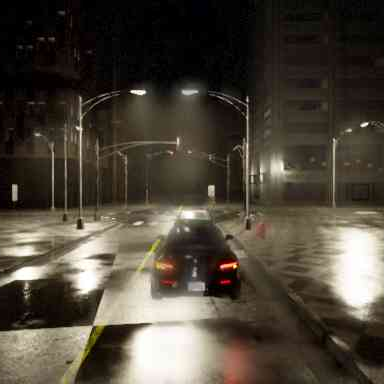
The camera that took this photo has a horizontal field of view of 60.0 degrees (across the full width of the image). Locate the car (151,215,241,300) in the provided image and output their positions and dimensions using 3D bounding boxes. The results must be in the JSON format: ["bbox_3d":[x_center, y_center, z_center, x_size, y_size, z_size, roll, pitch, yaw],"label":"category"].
[{"bbox_3d":[0.084,1.519,8.236,1.812,1.442,4.674,0,0,0],"label":"car"}]

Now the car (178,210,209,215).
[{"bbox_3d":[0.072,1.585,17.261,1.895,1.301,4.718,0,0,0],"label":"car"}]
